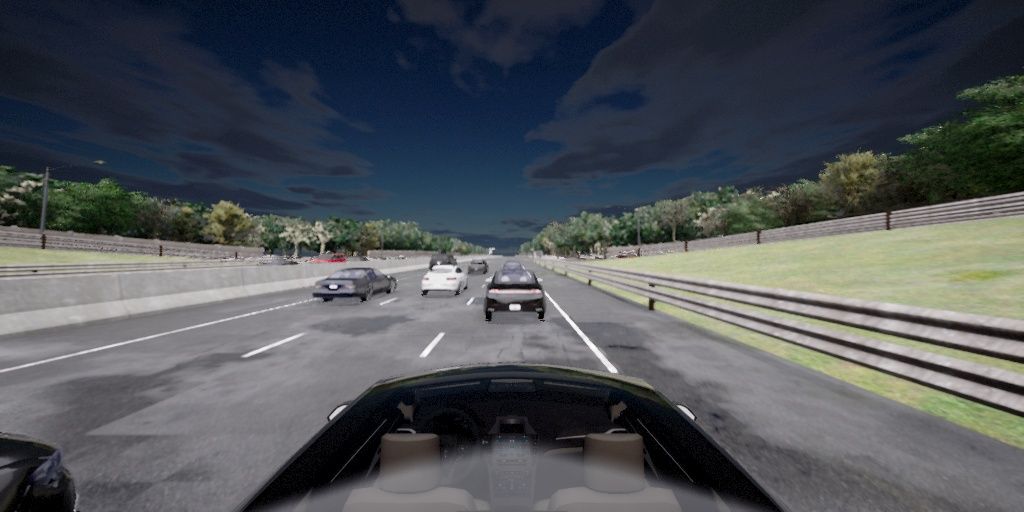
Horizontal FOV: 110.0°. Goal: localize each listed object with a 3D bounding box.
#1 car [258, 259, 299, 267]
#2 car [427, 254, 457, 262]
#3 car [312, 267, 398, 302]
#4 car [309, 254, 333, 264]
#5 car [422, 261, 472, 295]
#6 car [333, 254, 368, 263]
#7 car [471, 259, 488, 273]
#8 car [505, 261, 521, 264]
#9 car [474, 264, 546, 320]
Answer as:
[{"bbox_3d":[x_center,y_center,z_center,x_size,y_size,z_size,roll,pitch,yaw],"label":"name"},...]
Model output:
[{"bbox_3d":[-24.639,1.049,37.876,2.128,1.511,4.902,0,0,0],"label":"car"},{"bbox_3d":[-6.947,0.781,36.735,2.150,2.045,5.566,0,0,0],"label":"car"},{"bbox_3d":[-6.919,1.223,16.381,2.033,1.411,5.357,0,0,0],"label":"car"},{"bbox_3d":[-21.142,0.757,41.341,2.150,2.045,5.566,0,0,0],"label":"car"},{"bbox_3d":[-3.422,1.187,18.733,1.812,1.442,4.674,0,0,0],"label":"car"},{"bbox_3d":[-17.639,0.894,40.169,2.097,1.767,4.553,0,0,0],"label":"car"},{"bbox_3d":[-3.448,1.046,37.363,2.128,1.511,4.902,0,0,0],"label":"car"},{"bbox_3d":[0.060,1.133,31.946,2.033,1.411,5.357,0,0,0],"label":"car"},{"bbox_3d":[0.085,1.187,12.304,2.128,1.511,4.902,0,0,0],"label":"car"}]
